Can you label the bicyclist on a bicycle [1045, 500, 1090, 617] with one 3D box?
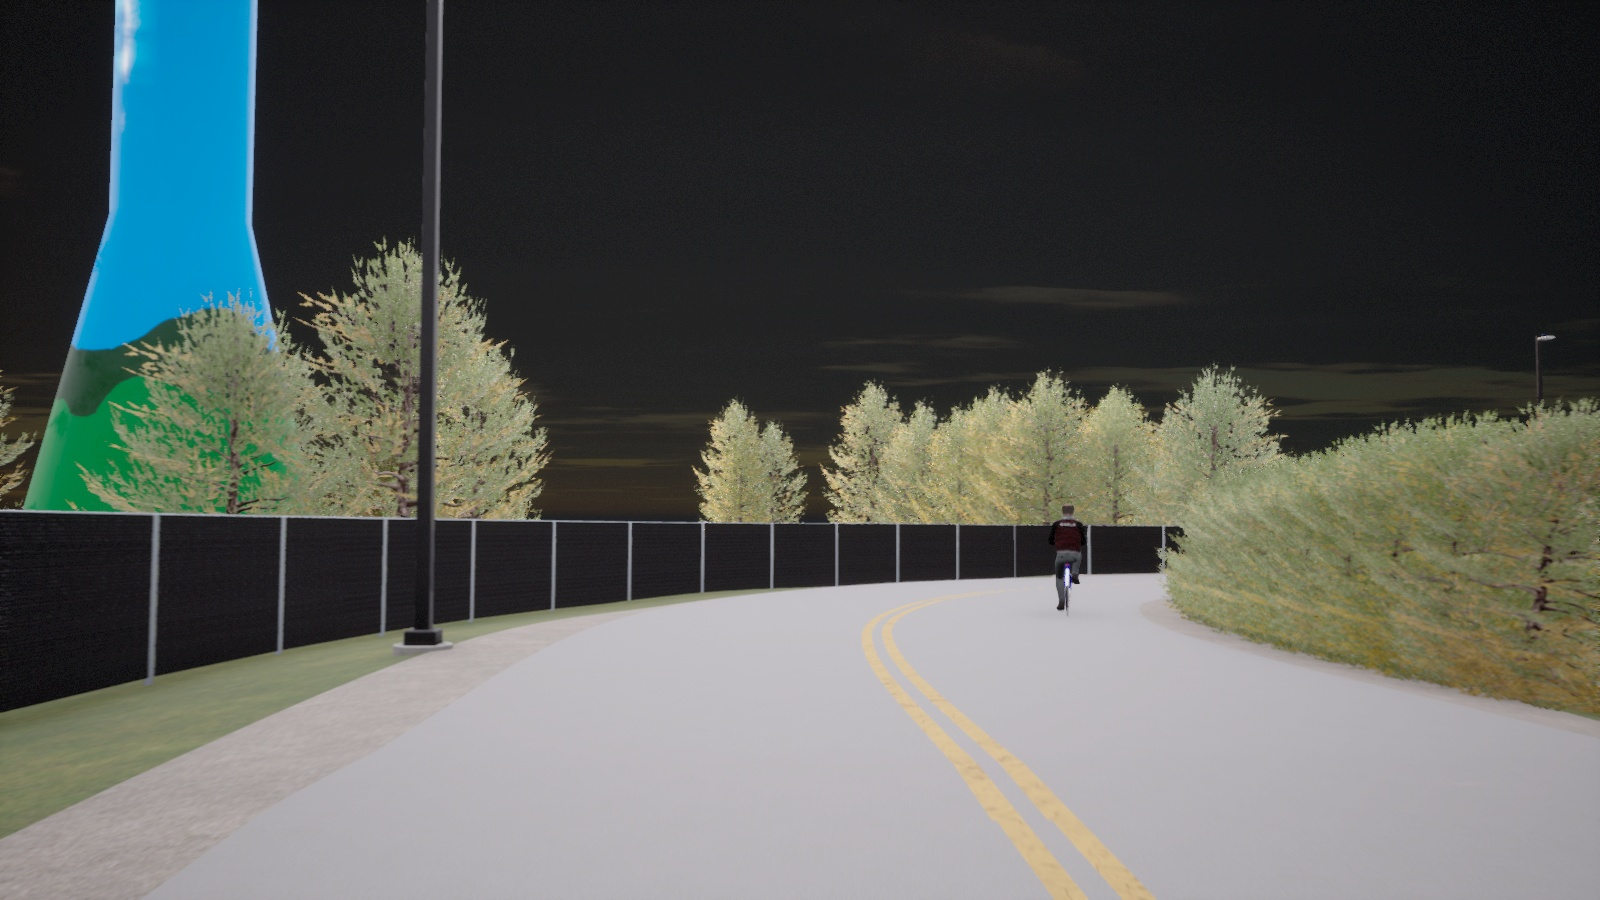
[{"bbox_3d":[4.320,1.722,20.216,0.659,1.776,1.843,0,-4,13],"label":"bicyclist on a bicycle"}]
